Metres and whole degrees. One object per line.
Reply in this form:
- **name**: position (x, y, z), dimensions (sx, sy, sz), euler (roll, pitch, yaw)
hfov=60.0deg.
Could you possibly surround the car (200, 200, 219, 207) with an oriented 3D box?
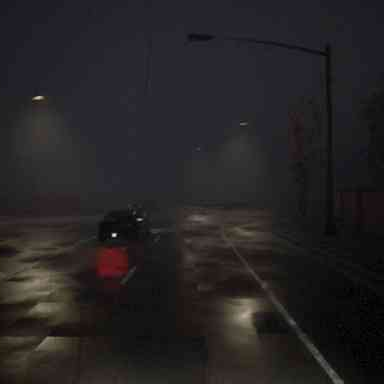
- **car**: position (3.715, 2.071, 60.888), dimensions (1.895, 1.301, 4.718), euler (-2, -1, 45)

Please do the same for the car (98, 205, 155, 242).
- **car**: position (-3.346, 1.642, 17.063), dimensions (1.837, 1.490, 4.892), euler (-1, 0, 2)

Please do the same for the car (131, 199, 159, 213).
- **car**: position (-5.826, 1.672, 40.121), dimensions (2.097, 1.767, 4.553), euler (-1, -1, 24)

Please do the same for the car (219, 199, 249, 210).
- **car**: position (6.608, 1.765, 48.674), dimensions (2.128, 1.511, 4.902), euler (-2, -1, 39)
